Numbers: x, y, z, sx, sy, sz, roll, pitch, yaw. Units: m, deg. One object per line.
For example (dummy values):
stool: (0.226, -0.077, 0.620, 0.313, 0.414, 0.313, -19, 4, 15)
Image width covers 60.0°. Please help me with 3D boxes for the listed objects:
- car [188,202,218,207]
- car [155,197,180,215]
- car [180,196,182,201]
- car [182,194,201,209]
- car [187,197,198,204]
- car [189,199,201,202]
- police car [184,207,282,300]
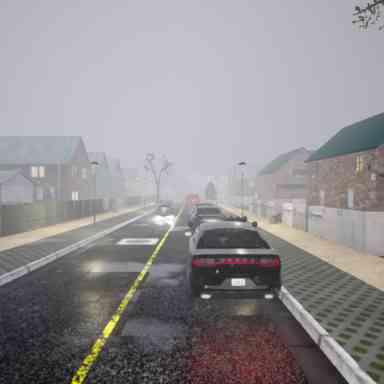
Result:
car: (0.863, 1.511, 18.475, 1.837, 1.490, 4.892, 0, 0, 0)
car: (-2.678, 1.520, 34.611, 2.128, 1.511, 4.902, 0, 0, 0)
car: (-2.557, 1.822, 91.983, 1.994, 1.385, 4.181, 0, 0, 0)
car: (0.131, 1.279, 46.789, 2.150, 2.045, 5.566, 0, 0, 1)
car: (0.136, 1.673, 66.015, 2.033, 1.411, 5.357, 0, 0, 0)
car: (0.875, 1.517, 24.476, 1.837, 1.490, 4.892, 0, 0, 0)
police car: (0.842, 1.424, 8.584, 1.930, 1.638, 5.238, 0, 0, 0)
